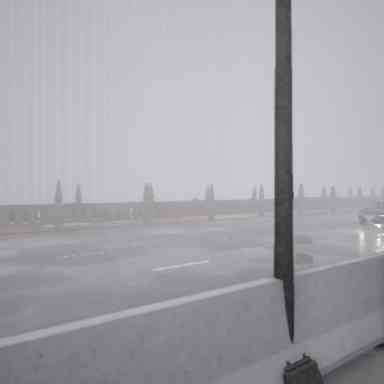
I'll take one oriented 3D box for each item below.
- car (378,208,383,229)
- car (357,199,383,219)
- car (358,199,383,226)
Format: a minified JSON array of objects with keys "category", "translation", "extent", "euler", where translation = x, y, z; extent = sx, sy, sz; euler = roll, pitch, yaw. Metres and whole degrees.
[{"category":"car","translation":[11.425,1.544,16.417],"extent":[4.718,1.301,1.895],"euler":[0,0,-35]},{"category":"car","translation":[16.325,1.413,28.491],"extent":[4.892,1.490,1.837],"euler":[0,0,-35]},{"category":"car","translation":[12.765,1.421,21.665],"extent":[4.902,1.511,2.128],"euler":[0,0,-35]}]
